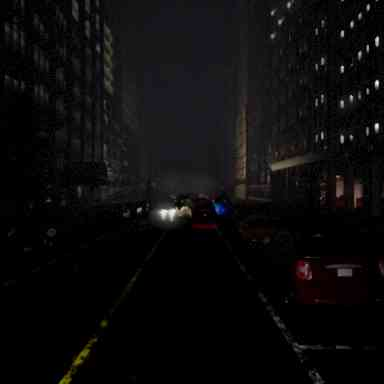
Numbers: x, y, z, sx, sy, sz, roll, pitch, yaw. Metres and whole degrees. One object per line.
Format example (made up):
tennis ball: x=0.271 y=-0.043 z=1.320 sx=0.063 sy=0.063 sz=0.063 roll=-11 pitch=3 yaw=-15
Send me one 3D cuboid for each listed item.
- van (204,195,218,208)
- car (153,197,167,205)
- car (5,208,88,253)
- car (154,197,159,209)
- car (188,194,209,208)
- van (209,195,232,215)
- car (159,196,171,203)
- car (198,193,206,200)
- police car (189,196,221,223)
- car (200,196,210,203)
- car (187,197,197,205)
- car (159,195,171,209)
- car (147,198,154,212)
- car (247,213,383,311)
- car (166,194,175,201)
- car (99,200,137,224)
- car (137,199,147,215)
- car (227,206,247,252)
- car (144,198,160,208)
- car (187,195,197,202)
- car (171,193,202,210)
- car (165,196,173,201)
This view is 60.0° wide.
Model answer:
van: x=2.700 y=1.333 z=47.563 sx=1.690 sy=1.788 sz=3.998 roll=-1 pitch=0 yaw=0
car: x=-5.674 y=1.541 z=58.934 sx=2.008 sy=1.369 sz=4.403 roll=-1 pitch=0 yaw=0
car: x=-5.693 y=1.438 z=13.465 sx=1.967 sy=1.590 sz=4.097 roll=-1 pitch=0 yaw=0
car: x=-5.681 y=1.544 z=41.883 sx=2.008 sy=1.369 sz=4.403 roll=-1 pitch=0 yaw=0
car: x=0.914 y=1.345 z=35.830 sx=2.097 sy=1.767 sz=4.553 roll=0 pitch=0 yaw=0
van: x=2.694 y=1.336 z=30.512 sx=1.690 sy=1.788 sz=3.998 roll=-1 pitch=0 yaw=0
car: x=-5.669 y=1.538 z=70.301 sx=2.008 sy=1.369 sz=4.403 roll=-1 pitch=0 yaw=0
car: x=2.718 y=1.297 z=93.032 sx=2.192 sy=1.841 sz=5.009 roll=-1 pitch=0 yaw=0
police car: x=0.911 y=1.421 z=25.969 sx=1.930 sy=1.638 sz=5.238 roll=0 pitch=0 yaw=0
car: x=2.712 y=1.539 z=70.297 sx=2.008 sy=1.369 sz=4.403 roll=-1 pitch=0 yaw=0
car: x=0.025 y=1.590 z=61.899 sx=1.895 sy=1.301 sz=4.718 roll=0 pitch=0 yaw=0
car: x=-3.068 y=1.485 z=44.460 sx=2.128 sy=1.511 sz=4.902 roll=0 pitch=0 yaw=0
car: x=-5.683 y=1.539 z=36.199 sx=1.887 sy=1.381 sz=4.507 roll=-1 pitch=0 yaw=0
car: x=2.685 y=1.439 z=7.778 sx=1.967 sy=1.590 sz=4.097 roll=-1 pitch=0 yaw=0
car: x=-5.663 y=1.424 z=87.352 sx=1.967 sy=1.590 sz=4.097 roll=-1 pitch=0 yaw=0
car: x=-5.687 y=1.547 z=24.832 sx=2.008 sy=1.369 sz=4.403 roll=-1 pitch=0 yaw=0
car: x=-5.685 y=1.561 z=30.516 sx=1.947 sy=1.339 sz=4.313 roll=-1 pitch=0 yaw=0
car: x=2.689 y=1.523 z=13.631 sx=1.752 sy=1.417 sz=4.829 roll=-1 pitch=0 yaw=0
car: x=-5.678 y=1.574 z=47.567 sx=1.802 sy=1.307 sz=4.206 roll=-1 pitch=0 yaw=0
car: x=0.031 y=1.401 z=76.869 sx=2.128 sy=1.511 sz=4.902 roll=0 pitch=0 yaw=0
car: x=-0.125 y=1.213 z=42.244 sx=2.150 sy=2.045 sz=5.566 roll=-1 pitch=0 yaw=24
car: x=-5.664 y=1.567 z=81.668 sx=1.802 sy=1.307 sz=4.206 roll=-1 pitch=0 yaw=0
